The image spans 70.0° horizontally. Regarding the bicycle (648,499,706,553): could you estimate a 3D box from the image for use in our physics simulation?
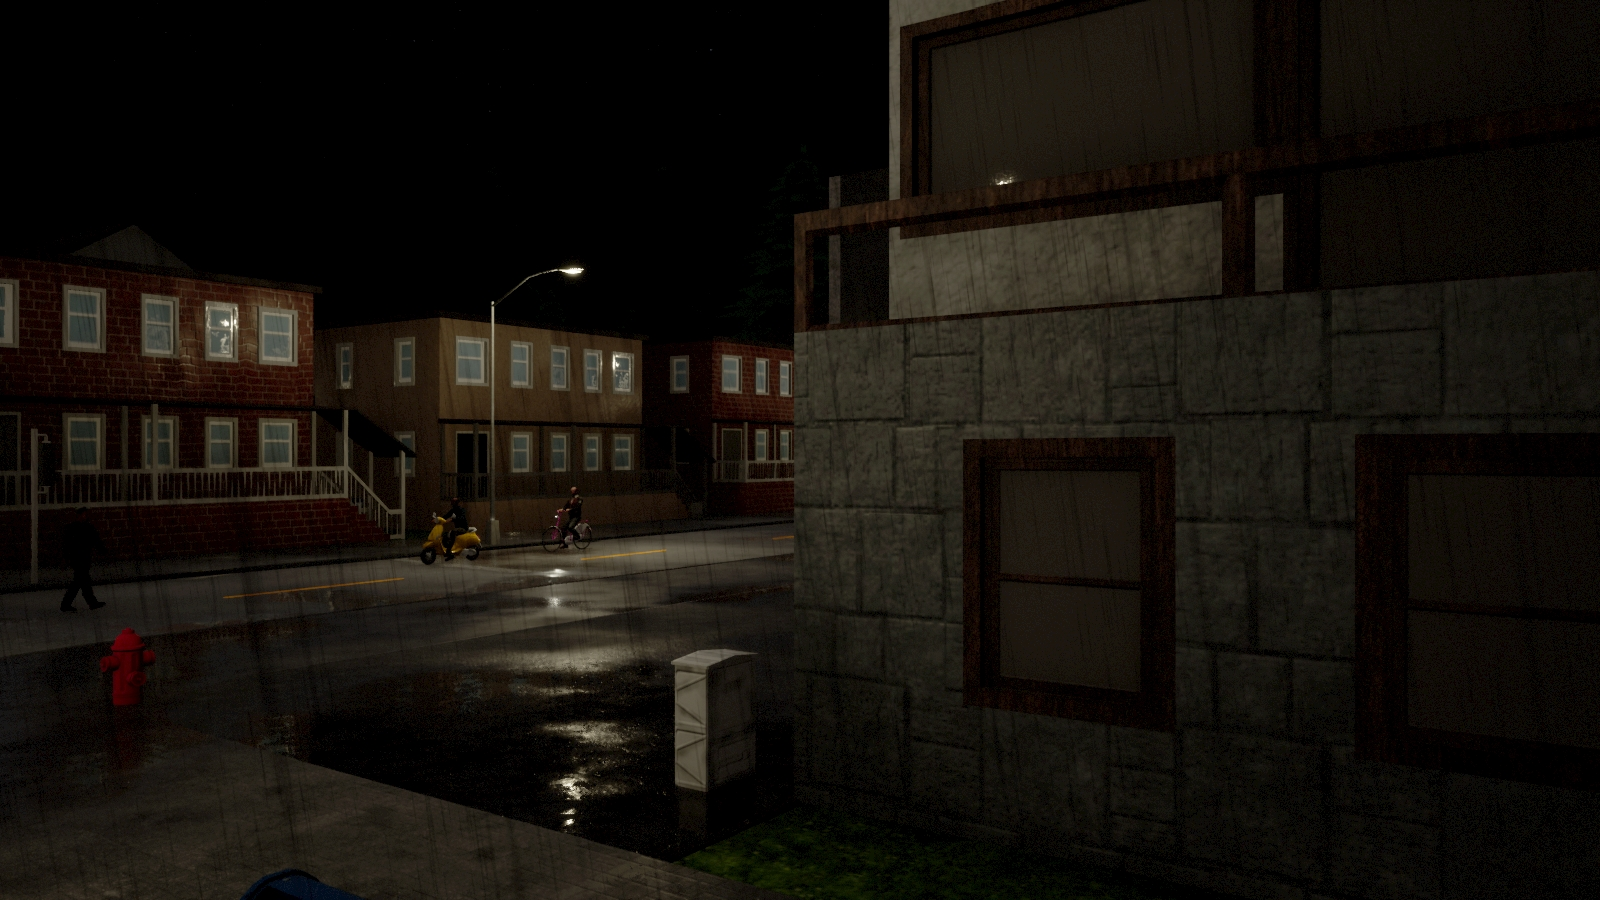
[{"bbox_3d":[-3.119,1.932,29.174,0.329,1.271,1.835,0,0,35],"label":"bicycle"}]

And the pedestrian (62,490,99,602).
[{"bbox_3d":[-12.203,1.619,19.387,0.375,1.860,0.375,0,0,17],"label":"pedestrian"}]
